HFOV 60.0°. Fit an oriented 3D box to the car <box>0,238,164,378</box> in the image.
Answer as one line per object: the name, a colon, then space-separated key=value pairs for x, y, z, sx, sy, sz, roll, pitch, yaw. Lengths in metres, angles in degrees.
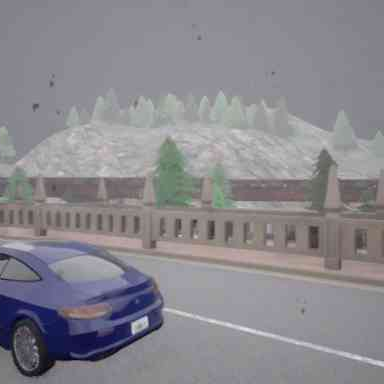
car: x=-2.587 y=1.506 z=5.439 sx=4.674 sy=1.442 sz=1.812 roll=0 pitch=0 yaw=33
